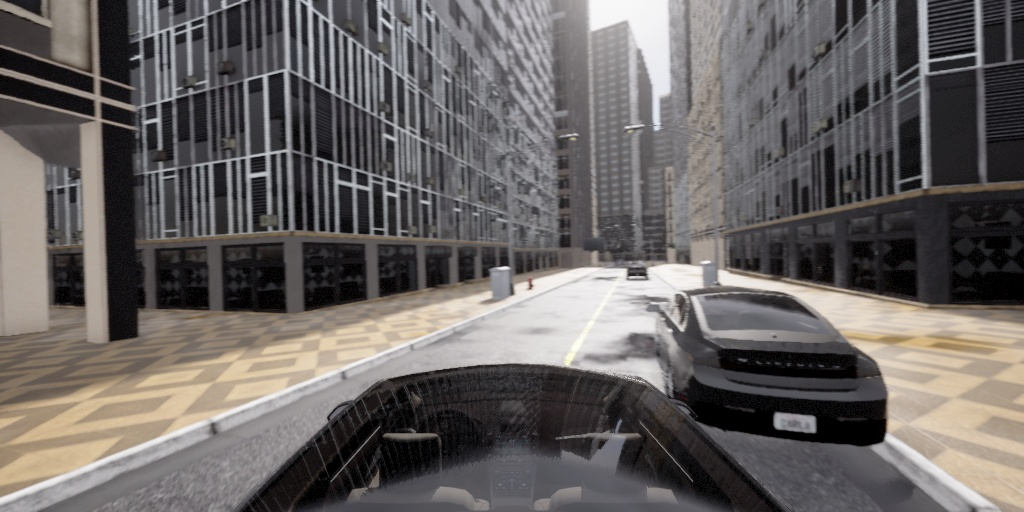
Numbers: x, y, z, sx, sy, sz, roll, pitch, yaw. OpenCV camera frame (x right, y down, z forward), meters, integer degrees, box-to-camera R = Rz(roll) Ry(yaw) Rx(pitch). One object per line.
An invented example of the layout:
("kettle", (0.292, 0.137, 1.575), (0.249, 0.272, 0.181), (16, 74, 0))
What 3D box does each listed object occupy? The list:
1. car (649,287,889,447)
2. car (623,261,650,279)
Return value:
("car", (3.235, 1.213, 5.432), (1.837, 1.490, 4.892), (-2, -1, 19))
("car", (11.201, 1.286, 32.147), (1.837, 1.490, 4.892), (-2, 0, 19))
